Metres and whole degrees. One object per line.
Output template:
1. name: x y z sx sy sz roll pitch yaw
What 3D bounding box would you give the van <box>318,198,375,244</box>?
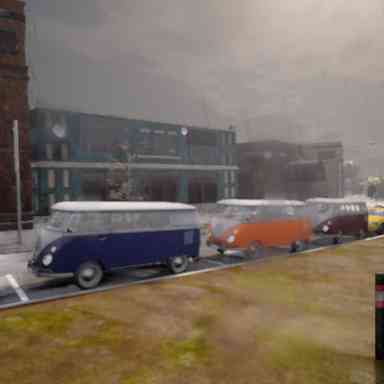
1. van: 6.803 1.314 15.942 4.442 1.987 1.878 1 1 -43

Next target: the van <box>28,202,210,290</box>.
1. van: -1.907 1.258 8.926 4.442 1.987 1.878 1 1 -38

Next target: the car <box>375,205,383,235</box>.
1. car: 10.890 1.578 19.646 5.366 1.575 1.946 1 1 -42

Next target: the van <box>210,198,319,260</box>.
1. van: 2.507 1.281 12.358 4.442 1.987 1.878 1 1 -38
